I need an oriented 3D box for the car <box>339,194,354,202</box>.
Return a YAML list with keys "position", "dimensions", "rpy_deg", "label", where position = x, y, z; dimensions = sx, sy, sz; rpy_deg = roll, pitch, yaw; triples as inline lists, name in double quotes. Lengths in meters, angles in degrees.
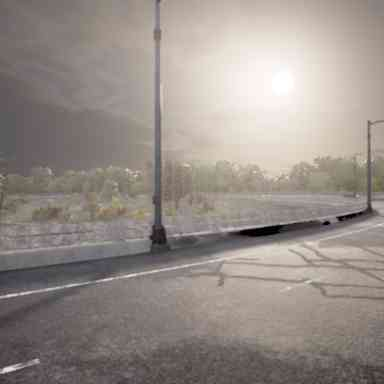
- position: [40.311, 1.519, 86.535]
  dimensions: [2.150, 2.045, 5.566]
  rpy_deg: [0, 0, 1]
  label: "car"
